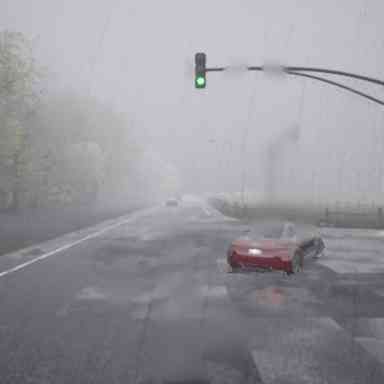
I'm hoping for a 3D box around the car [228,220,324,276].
[{"bbox_3d":[2.808,1.595,10.738,1.994,1.385,4.181,-1,-1,33],"label":"car"}]

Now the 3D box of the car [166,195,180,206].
[{"bbox_3d":[-3.403,1.679,57.080,1.812,1.442,4.674,0,0,0],"label":"car"}]

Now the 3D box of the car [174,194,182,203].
[{"bbox_3d":[-3.485,1.432,78.732,2.150,2.045,5.566,0,0,0],"label":"car"}]
